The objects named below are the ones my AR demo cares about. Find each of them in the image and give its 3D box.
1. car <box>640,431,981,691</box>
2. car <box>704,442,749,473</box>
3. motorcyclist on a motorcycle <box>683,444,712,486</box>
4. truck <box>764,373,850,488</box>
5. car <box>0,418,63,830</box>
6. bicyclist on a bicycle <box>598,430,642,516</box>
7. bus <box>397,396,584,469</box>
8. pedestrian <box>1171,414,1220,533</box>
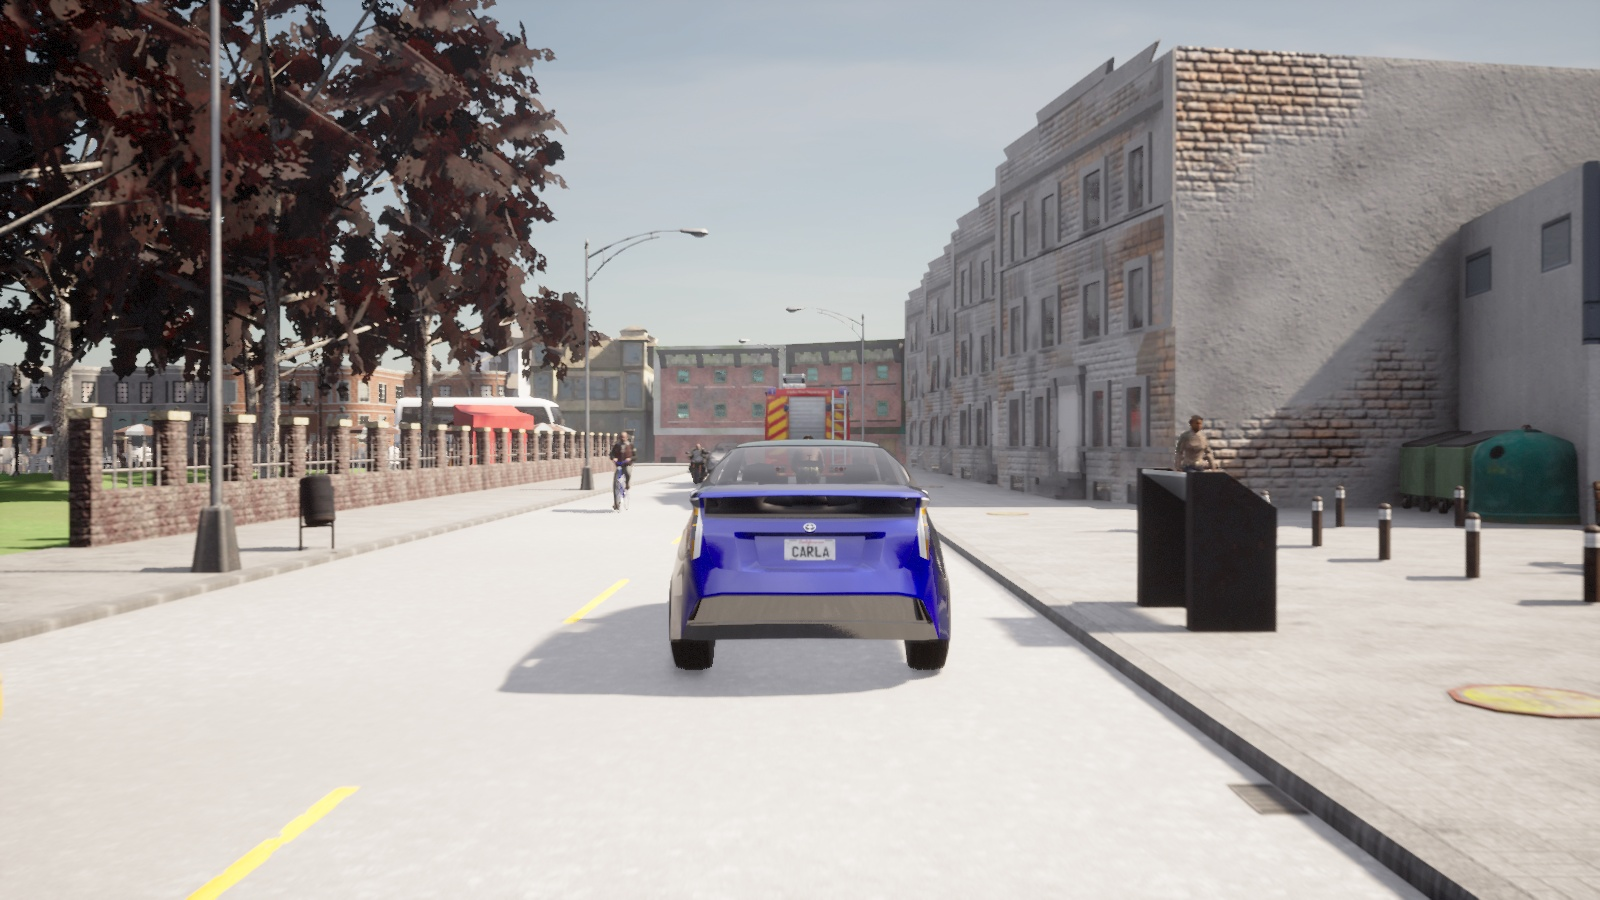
[{"bbox_3d":[0.071,0.642,9.652,2.007,1.525,4.514,0,0,0],"label":"car"},{"bbox_3d":[-3.647,0.352,63.164,2.007,1.525,4.514,0,0,0],"label":"car"},{"bbox_3d":[-3.752,0.532,46.034,0.866,1.530,2.191,0,0,0],"label":"motorcyclist on a motorcycle"},{"bbox_3d":[0.250,-0.664,46.036,2.891,3.827,8.468,0,0,0],"label":"truck"},{"bbox_3d":[-3.970,0.670,2.526,1.801,1.575,5.366,0,0,0],"label":"car"},{"bbox_3d":[-3.834,0.470,26.877,0.659,1.776,1.843,0,0,0],"label":"bicyclist on a bicycle"},{"bbox_3d":[-18.472,-1.050,75.618,10.273,4.253,3.944,0,0,0],"label":"bus"},{"bbox_3d":[6.123,0.356,19.480,0.328,1.805,0.869,0,0,-12],"label":"pedestrian"}]
